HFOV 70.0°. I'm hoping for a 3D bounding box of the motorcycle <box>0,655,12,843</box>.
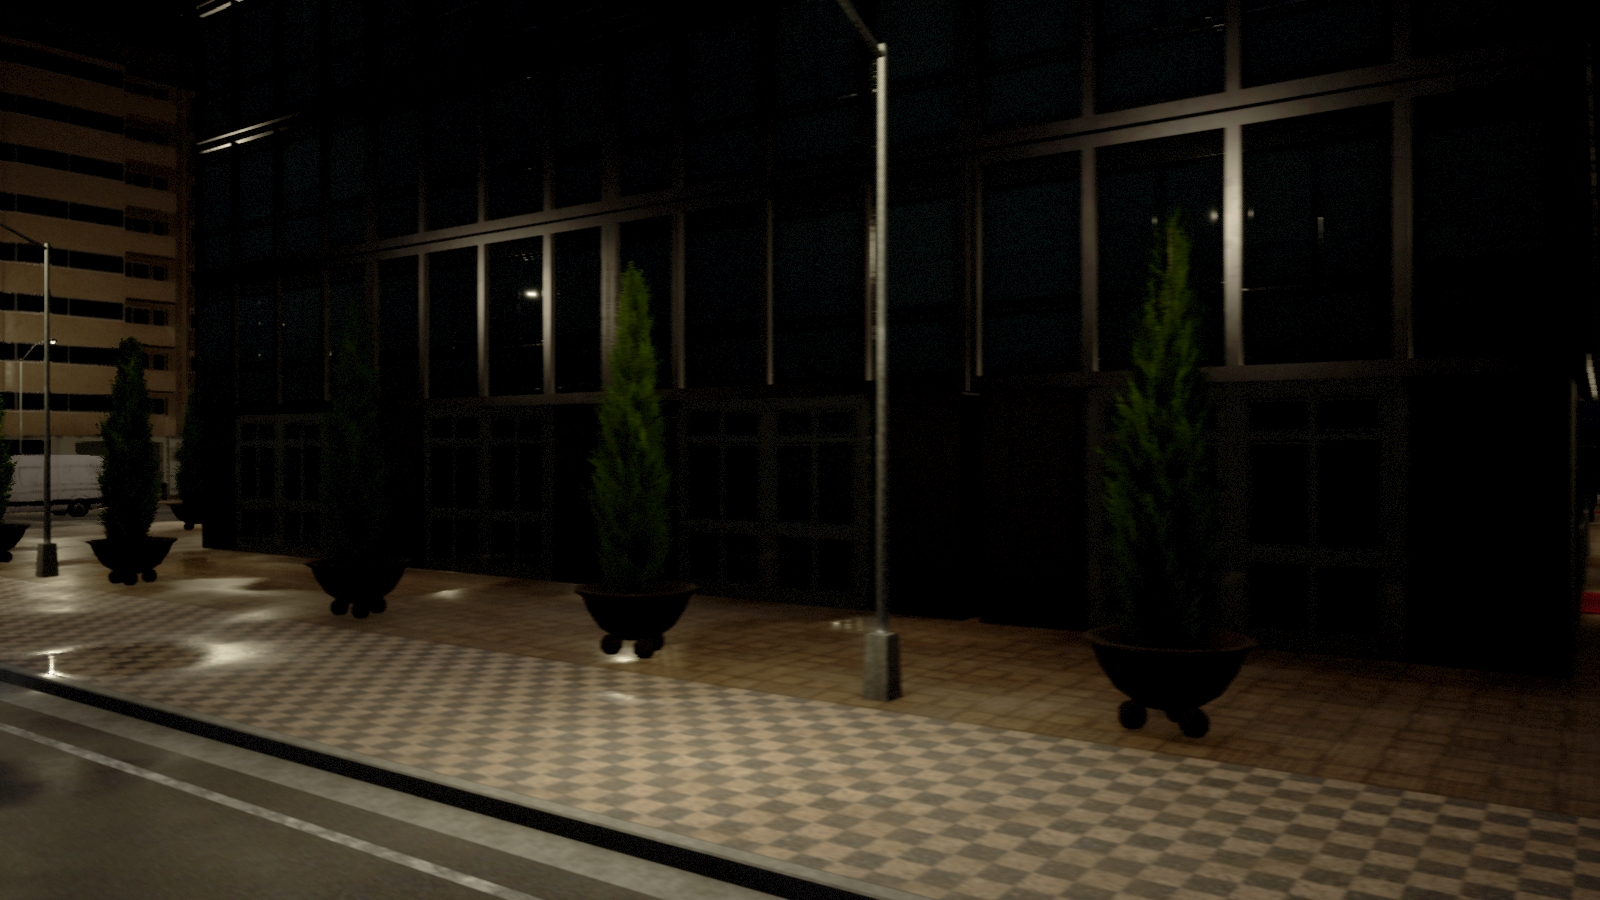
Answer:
[{"bbox_3d":[-6.856,2.154,8.586,2.356,1.307,0.764,0,0,35],"label":"motorcycle"}]
